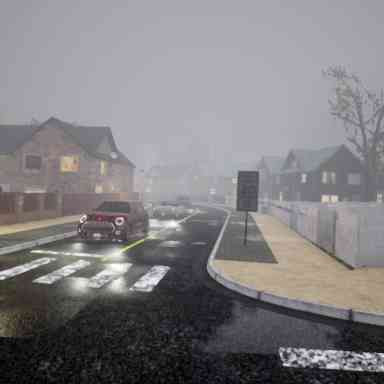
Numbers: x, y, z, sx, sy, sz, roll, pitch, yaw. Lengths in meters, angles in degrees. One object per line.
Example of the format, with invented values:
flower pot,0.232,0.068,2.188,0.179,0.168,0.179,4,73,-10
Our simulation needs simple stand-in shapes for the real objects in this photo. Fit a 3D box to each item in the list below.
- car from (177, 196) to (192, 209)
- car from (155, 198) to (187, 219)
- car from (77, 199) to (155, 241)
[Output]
car,-1.143,1.275,42.995,1.882,1.535,5.008,2,0,-6
car,-1.889,1.399,27.480,1.895,1.301,4.718,3,0,7
car,-3.487,1.158,15.584,2.097,1.767,4.553,3,0,8
